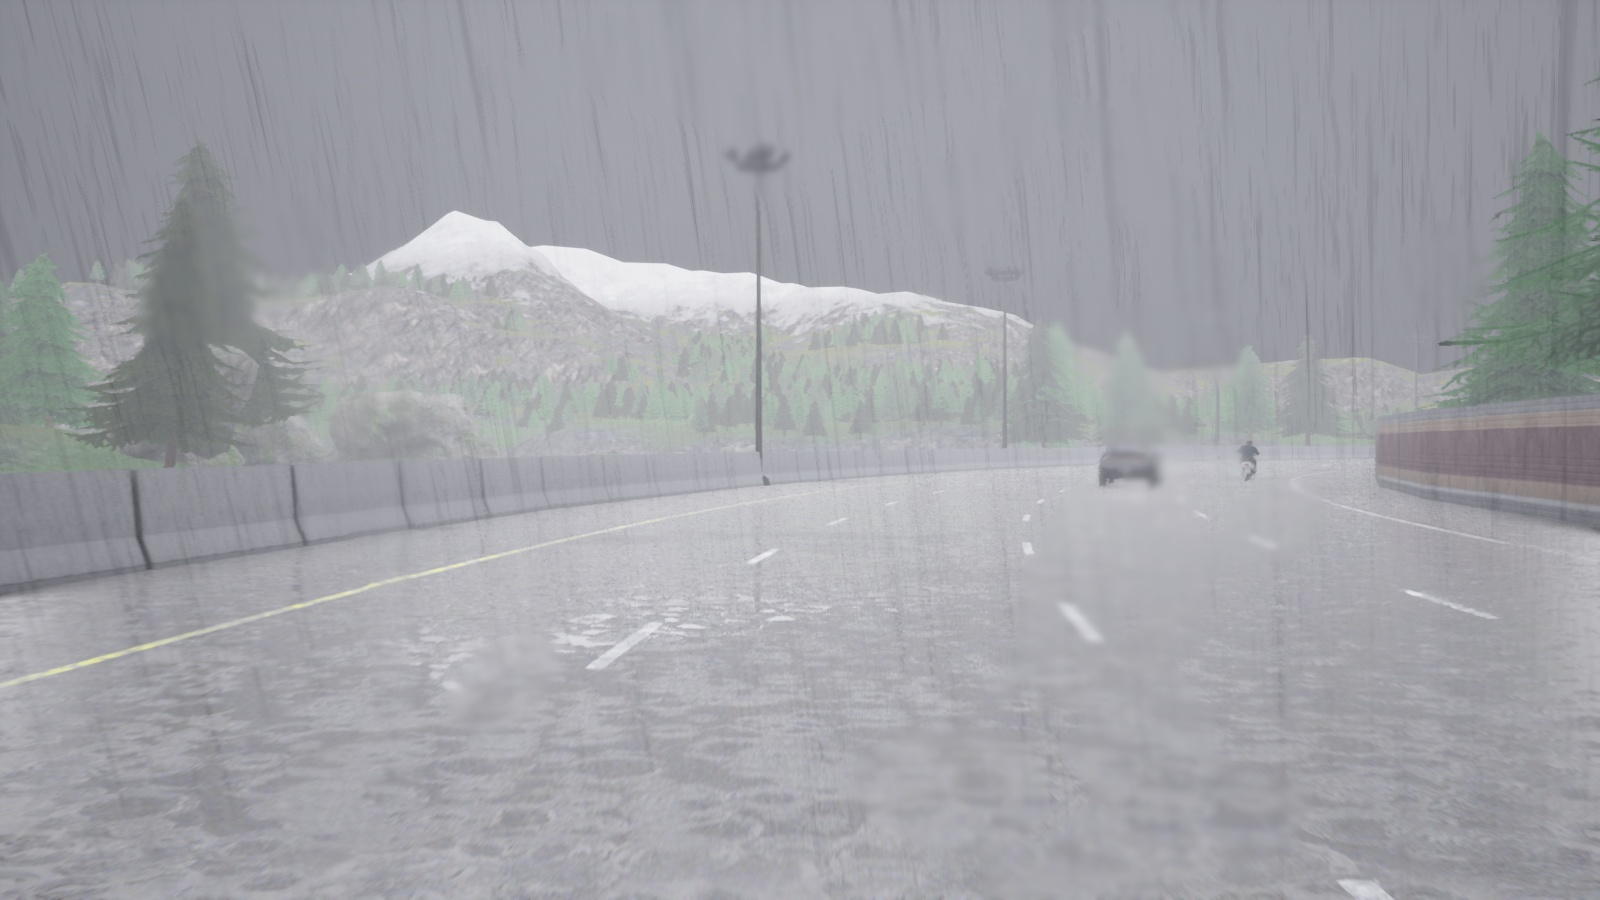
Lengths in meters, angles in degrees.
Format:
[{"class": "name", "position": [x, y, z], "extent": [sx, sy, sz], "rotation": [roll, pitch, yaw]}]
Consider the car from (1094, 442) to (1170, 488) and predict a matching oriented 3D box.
[{"class": "car", "position": [11.553, 0.468, 43.467], "extent": [2.128, 1.511, 4.902], "rotation": [0, 0, 20]}]

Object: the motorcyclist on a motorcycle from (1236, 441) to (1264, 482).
[{"class": "motorcyclist on a motorcycle", "position": [17.795, 0.436, 49.657], "extent": [0.866, 1.590, 1.817], "rotation": [1, 1, 24]}]
